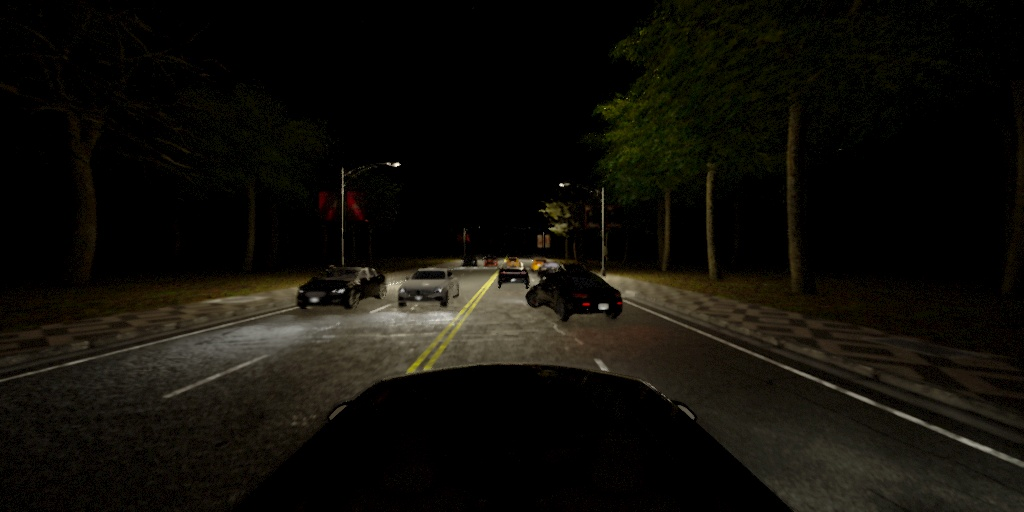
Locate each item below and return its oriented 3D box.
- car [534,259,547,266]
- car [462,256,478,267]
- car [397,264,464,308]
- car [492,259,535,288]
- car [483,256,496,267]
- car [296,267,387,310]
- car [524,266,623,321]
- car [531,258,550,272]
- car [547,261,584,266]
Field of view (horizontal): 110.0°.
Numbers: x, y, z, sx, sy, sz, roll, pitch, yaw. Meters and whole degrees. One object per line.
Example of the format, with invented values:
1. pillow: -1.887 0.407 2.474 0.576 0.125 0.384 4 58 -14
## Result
1. car: 3.256 1.182 31.172 1.994 1.385 4.181 0 0 0
2. car: -6.551 0.826 55.992 2.097 1.767 4.553 0 1 0
3. car: -3.346 1.222 15.143 1.812 1.442 4.674 0 0 0
4. car: 0.083 1.153 22.723 2.128 1.511 4.902 0 0 0
5. car: -3.299 0.822 56.396 2.097 1.767 4.553 0 1 0
6. car: -6.596 1.192 14.422 2.128 1.511 4.902 0 0 0
7. car: 2.013 1.235 12.245 1.812 1.442 4.674 0 0 -14
8. car: 3.258 1.042 42.171 1.882 1.535 5.008 0 0 0
9. car: 3.254 1.176 20.172 1.837 1.490 4.892 0 0 0
